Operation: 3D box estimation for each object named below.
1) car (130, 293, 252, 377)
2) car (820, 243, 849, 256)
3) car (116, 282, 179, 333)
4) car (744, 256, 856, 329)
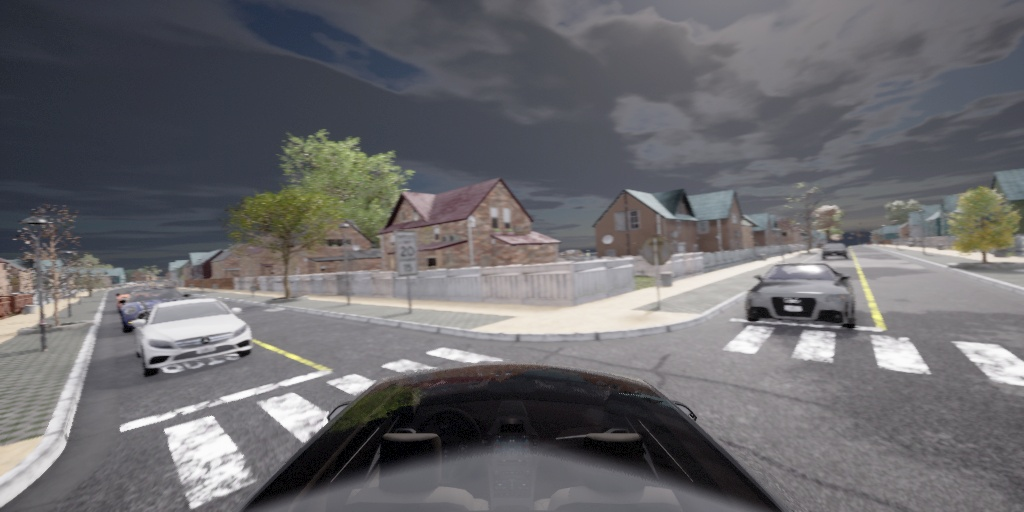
[{"bbox_3d":[-8.233,1.831,9.148,4.674,1.442,1.812,-4,0,42],"label":"car"},{"bbox_3d":[31.660,-0.530,35.208,1.882,1.535,5.008,-3,0,43],"label":"car"},{"bbox_3d":[-15.520,2.149,15.642,4.553,1.767,2.097,-4,0,42],"label":"car"},{"bbox_3d":[7.486,0.882,9.299,1.994,1.385,4.181,-3,0,43],"label":"car"}]
